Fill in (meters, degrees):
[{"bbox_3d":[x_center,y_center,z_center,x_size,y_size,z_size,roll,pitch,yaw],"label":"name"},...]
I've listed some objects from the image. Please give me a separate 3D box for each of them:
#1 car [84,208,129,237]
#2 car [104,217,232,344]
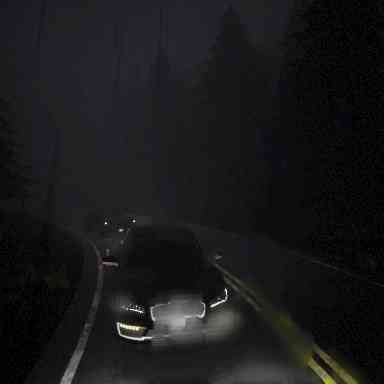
[{"bbox_3d":[-4.629,1.610,18.534,1.895,1.301,4.718,-3,1,-29],"label":"car"},{"bbox_3d":[-0.643,1.494,6.793,1.837,1.490,4.892,-1,0,-11],"label":"car"}]
